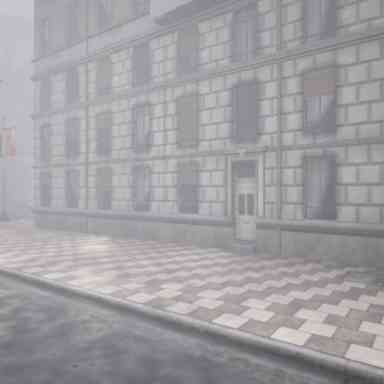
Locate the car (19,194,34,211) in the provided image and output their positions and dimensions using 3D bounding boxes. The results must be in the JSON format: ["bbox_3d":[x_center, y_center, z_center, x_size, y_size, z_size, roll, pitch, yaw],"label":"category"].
[{"bbox_3d":[-17.089,1.352,38.878,2.097,1.767,4.553,0,0,36],"label":"car"}]

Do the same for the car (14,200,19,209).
[{"bbox_3d":[-19.281,1.221,41.826,2.150,2.045,5.566,0,0,36],"label":"car"}]
